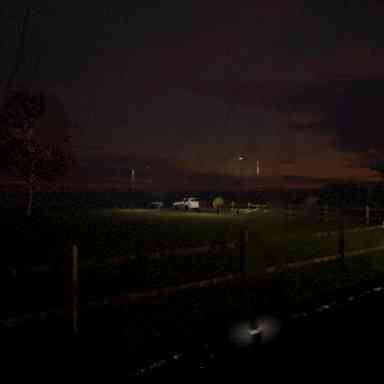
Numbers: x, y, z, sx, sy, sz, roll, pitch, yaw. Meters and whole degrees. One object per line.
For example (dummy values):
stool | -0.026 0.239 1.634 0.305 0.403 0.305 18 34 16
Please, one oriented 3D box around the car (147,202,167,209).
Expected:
car | -6.961 2.634 65.623 2.033 1.411 5.357 0 -1 -34

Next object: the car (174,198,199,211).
car | -0.898 2.097 56.829 2.150 2.045 5.566 0 -1 -35
